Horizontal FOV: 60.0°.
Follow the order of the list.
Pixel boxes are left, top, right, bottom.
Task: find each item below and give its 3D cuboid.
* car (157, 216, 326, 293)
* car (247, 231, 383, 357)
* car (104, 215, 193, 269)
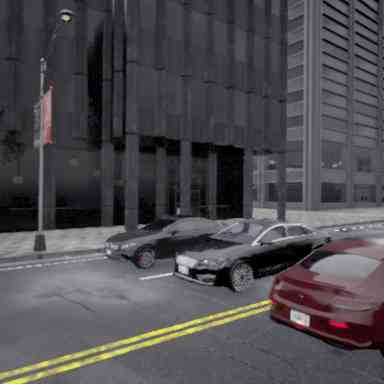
[{"bbox_3d":[1.801,1.499,8.960,4.902,1.511,2.128,0,0,-35],"label":"car"},{"bbox_3d":[3.325,1.533,5.812,4.674,1.442,1.812,0,0,-35],"label":"car"},{"bbox_3d":[-0.579,1.533,11.256,4.674,1.442,1.812,0,0,-36],"label":"car"}]
